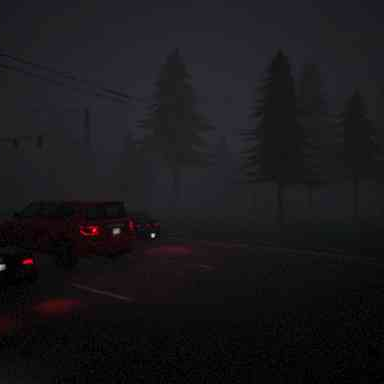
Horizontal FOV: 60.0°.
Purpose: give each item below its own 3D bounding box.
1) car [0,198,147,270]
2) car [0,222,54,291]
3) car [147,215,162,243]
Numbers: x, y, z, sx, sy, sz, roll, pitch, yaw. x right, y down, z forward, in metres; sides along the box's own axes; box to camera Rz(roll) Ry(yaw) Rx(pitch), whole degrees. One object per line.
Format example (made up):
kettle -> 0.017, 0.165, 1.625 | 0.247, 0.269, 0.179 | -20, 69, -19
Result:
car -> -4.427, 1.227, 11.257 | 5.566, 2.045, 2.150 | 0, 0, 34
car -> -5.872, 1.551, 8.012 | 5.357, 1.411, 2.033 | 0, 0, 35
car -> -3.608, 1.510, 14.897 | 4.892, 1.490, 1.837 | 0, 0, 34
